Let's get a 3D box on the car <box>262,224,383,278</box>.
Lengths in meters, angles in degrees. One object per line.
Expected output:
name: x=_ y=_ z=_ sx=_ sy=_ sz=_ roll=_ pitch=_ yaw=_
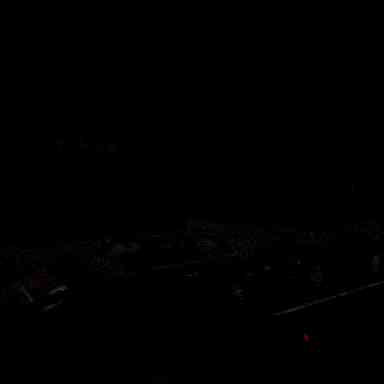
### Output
car: x=3.649 y=1.615 z=9.338 sx=4.507 sy=1.381 sz=1.887 roll=1 pitch=0 yaw=-35

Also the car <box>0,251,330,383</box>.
car: x=-0.809 y=1.571 z=2.799 sx=4.181 sy=1.385 sz=1.994 roll=1 pitch=0 yaw=-35

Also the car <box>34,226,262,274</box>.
car: x=-0.936 y=1.463 z=6.081 sx=4.097 sy=1.590 sz=1.967 roll=1 pitch=0 yaw=-35
